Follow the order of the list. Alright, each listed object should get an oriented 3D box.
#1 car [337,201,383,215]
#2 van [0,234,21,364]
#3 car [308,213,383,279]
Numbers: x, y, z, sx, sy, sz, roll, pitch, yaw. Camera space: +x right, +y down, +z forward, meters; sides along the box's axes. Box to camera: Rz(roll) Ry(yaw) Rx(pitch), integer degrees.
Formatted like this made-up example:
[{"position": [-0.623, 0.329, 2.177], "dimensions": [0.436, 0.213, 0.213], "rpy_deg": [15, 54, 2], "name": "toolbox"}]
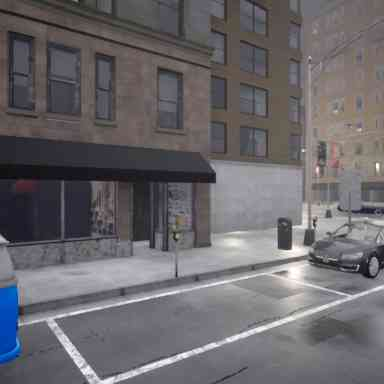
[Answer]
[{"position": [16.219, 1.529, 31.040], "dimensions": [1.895, 1.301, 4.718], "rpy_deg": [0, 0, -36], "name": "car"}, {"position": [-3.937, 1.341, 3.379], "dimensions": [3.998, 1.788, 1.690], "rpy_deg": [0, 0, -36], "name": "van"}, {"position": [5.274, 1.550, 9.965], "dimensions": [4.403, 1.369, 2.008], "rpy_deg": [0, 0, -36], "name": "car"}]
